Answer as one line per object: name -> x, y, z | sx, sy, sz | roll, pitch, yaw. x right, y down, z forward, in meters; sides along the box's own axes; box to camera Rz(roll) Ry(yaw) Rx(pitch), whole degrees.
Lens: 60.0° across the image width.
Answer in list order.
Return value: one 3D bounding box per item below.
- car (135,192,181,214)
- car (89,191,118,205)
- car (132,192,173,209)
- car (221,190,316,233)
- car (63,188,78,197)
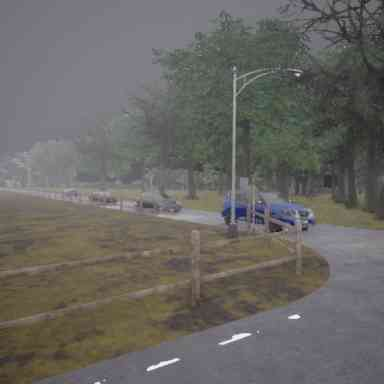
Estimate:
car -> -2.821, 0.803, 27.495 | 2.097, 1.767, 4.553 | 0, 1, -35
car -> -10.063, 0.633, 37.693 | 1.882, 1.535, 5.008 | 0, 1, -35
car -> -4.219, 0.792, 34.552 | 2.128, 1.511, 4.902 | 0, 1, -35
car -> 3.844, 0.949, 17.840 | 2.150, 2.045, 5.566 | 0, 1, -32
car -> -21.784, 0.083, 59.227 | 1.837, 1.490, 4.892 | 0, 1, -35
